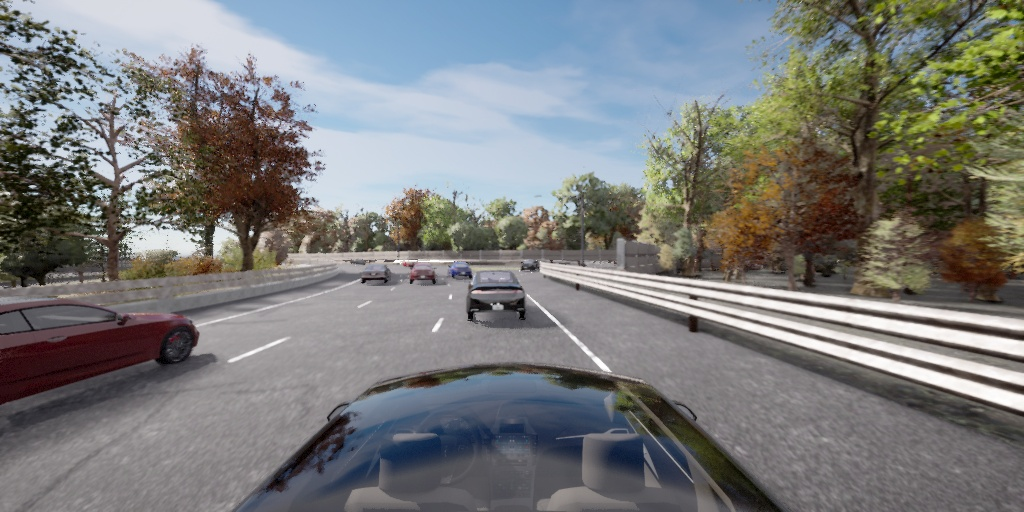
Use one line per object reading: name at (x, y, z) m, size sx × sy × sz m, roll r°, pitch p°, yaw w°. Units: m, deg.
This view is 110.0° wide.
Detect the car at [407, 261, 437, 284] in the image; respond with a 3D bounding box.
car at (-6.867, 1.311, 27.704) m, size 1.812 × 1.442 × 4.674 m, roll 0°, pitch 0°, yaw -13°

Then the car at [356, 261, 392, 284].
car at (-10.470, 1.346, 27.893) m, size 2.033 × 1.411 × 5.357 m, roll 0°, pitch 0°, yaw -15°

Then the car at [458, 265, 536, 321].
car at (-0.637, 1.248, 12.600) m, size 2.128 × 1.511 × 4.902 m, roll 0°, pitch 0°, yaw -6°

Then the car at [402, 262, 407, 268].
car at (-17.233, 1.437, 60.950) m, size 1.895 × 1.301 × 4.718 m, roll 0°, pitch 0°, yaw -32°

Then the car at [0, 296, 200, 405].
car at (-7.060, 1.304, 5.116) m, size 1.812 × 1.442 × 4.674 m, roll 0°, pitch 0°, yaw -2°

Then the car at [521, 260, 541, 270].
car at (2.681, 1.282, 47.408) m, size 1.812 × 1.442 × 4.674 m, roll 0°, pitch 0°, yaw 25°

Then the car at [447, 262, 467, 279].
car at (-4.898, 1.306, 33.338) m, size 1.812 × 1.442 × 4.674 m, roll 0°, pitch 0°, yaw -16°
